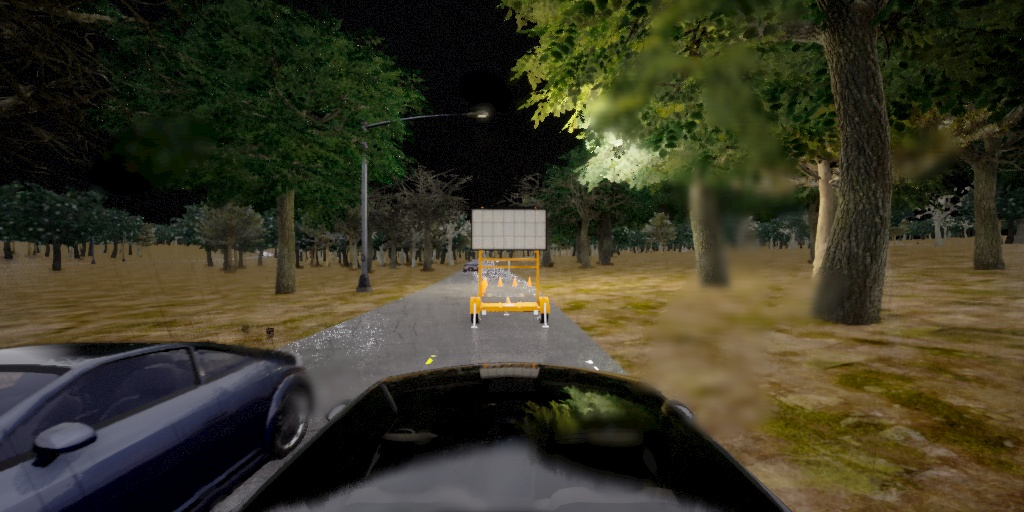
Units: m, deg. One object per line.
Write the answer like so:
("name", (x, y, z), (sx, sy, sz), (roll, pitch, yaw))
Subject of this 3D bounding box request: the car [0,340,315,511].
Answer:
("car", (-3.135, 1.314, 2.216), (1.994, 1.385, 4.181), (0, 0, 0))

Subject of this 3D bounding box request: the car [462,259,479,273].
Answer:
("car", (-5.138, 1.420, 45.153), (1.994, 1.385, 4.181), (0, 0, -5))

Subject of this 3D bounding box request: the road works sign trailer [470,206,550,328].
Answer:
("road works sign trailer", (-0.099, 0.225, 11.455), (2.380, 3.560, 2.880), (0, 0, -2))
